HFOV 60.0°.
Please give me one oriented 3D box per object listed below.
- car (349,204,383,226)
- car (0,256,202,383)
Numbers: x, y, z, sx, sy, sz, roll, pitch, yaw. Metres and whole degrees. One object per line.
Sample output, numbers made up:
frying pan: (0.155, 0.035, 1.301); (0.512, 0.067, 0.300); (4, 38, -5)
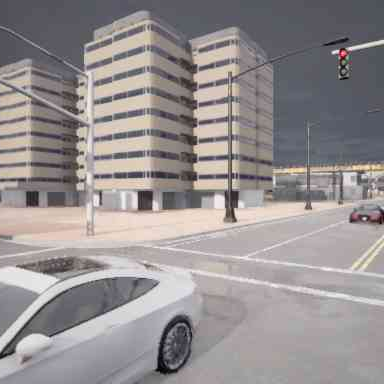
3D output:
car: (12.553, 1.569, 23.656); (1.994, 1.385, 4.181); (0, 0, 35)
car: (-1.654, 1.532, 3.583); (1.812, 1.442, 4.674); (0, 0, 35)
